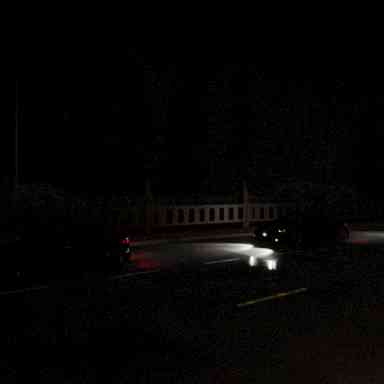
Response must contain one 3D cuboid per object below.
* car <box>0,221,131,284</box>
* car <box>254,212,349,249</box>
[{"bbox_3d":[-3.917,1.564,9.592,4.181,1.385,1.994,0,0,-31],"label":"car"},{"bbox_3d":[4.773,1.564,14.509,4.181,1.385,1.994,0,0,-26],"label":"car"}]
